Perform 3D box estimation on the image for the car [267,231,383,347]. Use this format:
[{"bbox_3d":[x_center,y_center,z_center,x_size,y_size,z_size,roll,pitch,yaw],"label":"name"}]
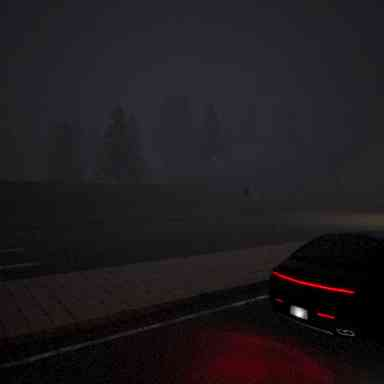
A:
[{"bbox_3d":[3.529,1.505,6.261,4.892,1.490,1.837,0,0,-35],"label":"car"}]
